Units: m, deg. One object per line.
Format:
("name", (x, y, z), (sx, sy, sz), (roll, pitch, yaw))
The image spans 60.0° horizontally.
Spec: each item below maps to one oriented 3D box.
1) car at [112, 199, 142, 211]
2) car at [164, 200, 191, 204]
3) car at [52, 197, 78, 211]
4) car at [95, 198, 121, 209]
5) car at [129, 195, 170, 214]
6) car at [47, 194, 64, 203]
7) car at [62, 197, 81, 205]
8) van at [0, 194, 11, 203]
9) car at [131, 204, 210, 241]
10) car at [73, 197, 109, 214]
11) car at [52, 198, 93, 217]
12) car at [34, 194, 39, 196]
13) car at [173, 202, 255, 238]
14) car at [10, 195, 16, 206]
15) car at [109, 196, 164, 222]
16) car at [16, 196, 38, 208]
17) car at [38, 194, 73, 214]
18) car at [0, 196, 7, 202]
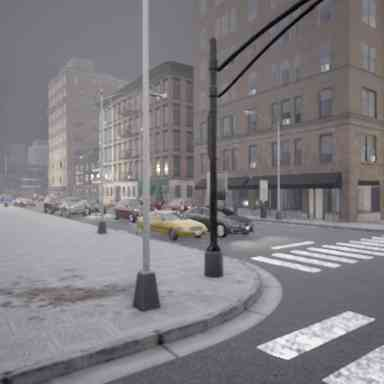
("car", (-7.993, 1.553, 40.345), (1.947, 1.339, 4.313), (0, 0, -36))
("car", (-1.360, 1.429, 31.167), (1.967, 1.590, 4.097), (0, 0, -36))
("car", (-16.346, 1.486, 42.626), (1.882, 1.535, 5.008), (0, 0, -36))
("car", (-11.410, 1.511, 45.071), (1.752, 1.417, 4.829), (0, 0, -36))
("car", (-4.677, 1.303, 35.755), (2.192, 1.841, 5.009), (0, 0, -36))
("car", (-27.894, 1.298, 67.876), (2.192, 1.841, 5.009), (0, 0, -36))
("car", (-21.260, 1.534, 58.699), (2.008, 1.369, 4.403), (0, 0, -36))
("van", (-37.715, 1.357, 67.764), (1.690, 1.788, 3.998), (0, 0, -36))
("car", (-1.131, 1.550, 17.151), (1.752, 1.417, 4.829), (0, 0, -36))
("car", (-10.338, 1.515, 34.237), (1.837, 1.490, 4.892), (0, 0, -36))
("car", (-11.181, 1.572, 31.055), (2.008, 1.369, 4.403), (0, 0, -36))
("car", (-34.527, 1.548, 77.054), (1.947, 1.339, 4.313), (0, 0, -36))
("car", (1.239, 1.519, 18.187), (1.837, 1.490, 4.892), (0, 0, -37))
("car", (-27.665, 1.543, 53.861), (1.752, 1.417, 4.829), (0, 0, -36))
("car", (-4.429, 1.364, 26.047), (2.097, 1.767, 4.553), (0, 0, -36))
("car", (-24.448, 1.600, 49.410), (1.802, 1.307, 4.206), (0, 0, -36))
("car", (-14.498, 1.336, 35.643), (2.192, 1.841, 5.009), (0, 0, -36))
("car", (-44.348, 1.566, 76.942), (2.008, 1.369, 4.403), (0, 0, -36))
